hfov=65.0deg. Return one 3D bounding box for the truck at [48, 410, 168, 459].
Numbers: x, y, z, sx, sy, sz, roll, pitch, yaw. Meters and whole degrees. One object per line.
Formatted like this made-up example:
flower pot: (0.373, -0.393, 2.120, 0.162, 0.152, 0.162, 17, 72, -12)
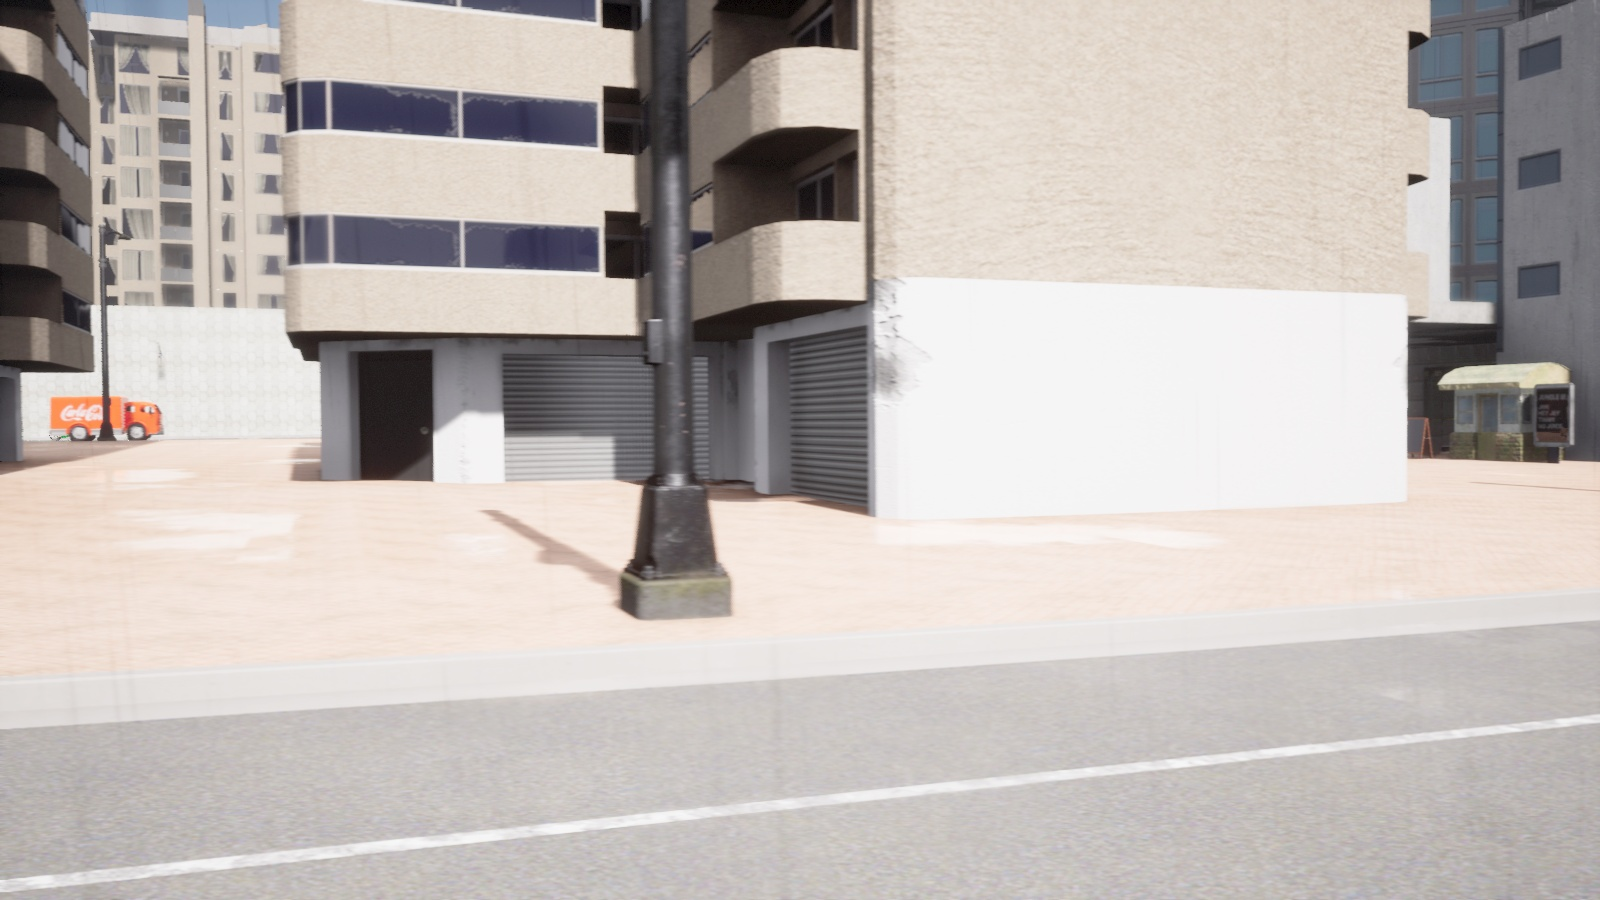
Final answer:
truck: (-37.074, -0.851, 67.463, 5.204, 2.467, 2.627, -2, 1, -19)
